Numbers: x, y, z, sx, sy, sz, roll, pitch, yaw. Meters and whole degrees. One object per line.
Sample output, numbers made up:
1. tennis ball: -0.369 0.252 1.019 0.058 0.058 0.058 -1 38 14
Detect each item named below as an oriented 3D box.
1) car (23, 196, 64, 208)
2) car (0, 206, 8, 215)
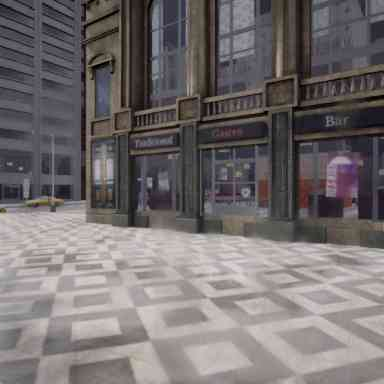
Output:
1. car: -18.529 1.146 41.593 1.752 1.417 4.829 1 2 36
2. car: -18.052 1.343 27.692 1.752 1.417 4.829 1 2 36
